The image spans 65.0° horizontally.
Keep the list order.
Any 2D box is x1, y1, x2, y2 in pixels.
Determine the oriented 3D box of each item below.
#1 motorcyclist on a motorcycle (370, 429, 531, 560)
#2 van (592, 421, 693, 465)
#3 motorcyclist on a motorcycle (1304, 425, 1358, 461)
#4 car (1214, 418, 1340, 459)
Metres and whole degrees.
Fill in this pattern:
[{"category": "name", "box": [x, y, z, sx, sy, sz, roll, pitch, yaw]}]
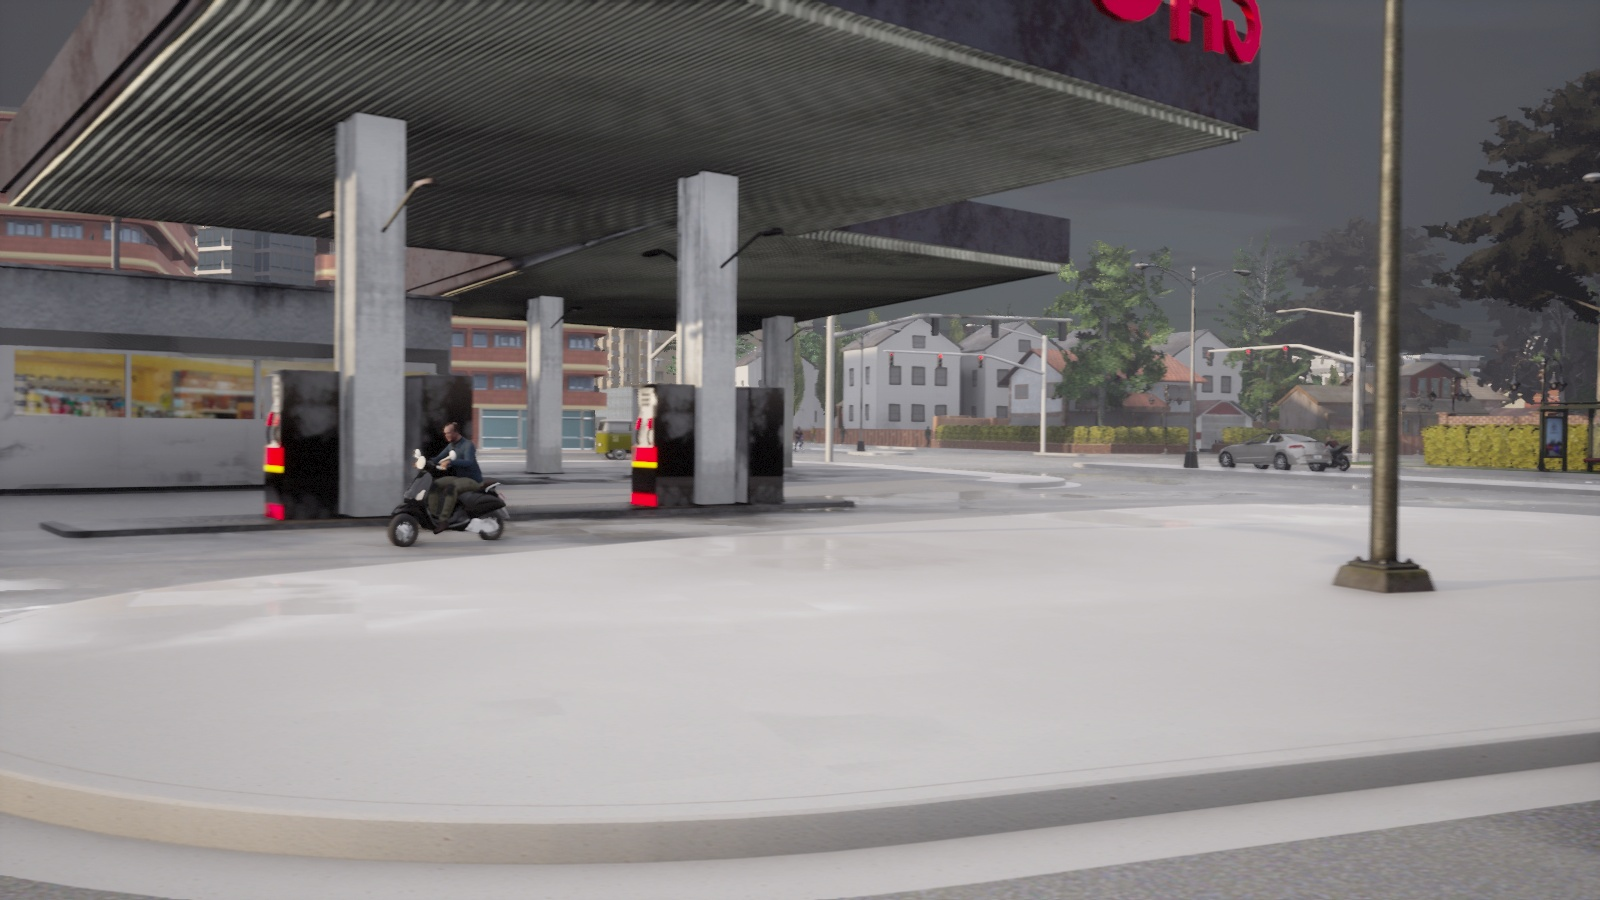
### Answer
[{"category": "motorcyclist on a motorcycle", "box": [-4.515, 0.535, 16.317, 0.866, 1.590, 1.817, 0, 1, 40]}, {"category": "van", "box": [-7.505, -0.342, 59.867, 4.442, 1.987, 1.775, -1, 1, -23]}, {"category": "motorcyclist on a motorcycle", "box": [23.109, -0.306, 54.669, 0.866, 1.530, 2.191, -1, 1, -21]}, {"category": "car", "box": [20.011, -0.501, 52.963, 2.152, 1.651, 5.027, -1, 1, -21]}]
